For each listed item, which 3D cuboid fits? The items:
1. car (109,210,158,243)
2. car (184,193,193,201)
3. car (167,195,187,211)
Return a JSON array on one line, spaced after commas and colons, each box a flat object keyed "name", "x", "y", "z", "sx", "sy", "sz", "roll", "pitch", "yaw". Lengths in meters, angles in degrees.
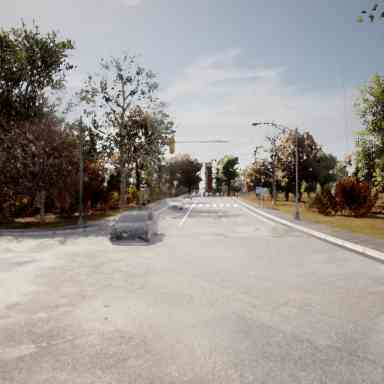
[{"name": "car", "x": -2.867, "y": 1.718, "z": 17.158, "sx": 1.837, "sy": 1.490, "sz": 4.892, "roll": 0, "pitch": -1, "yaw": 2}, {"name": "car", "x": -0.848, "y": 0.928, "z": 67.258, "sx": 1.895, "sy": 1.301, "sz": 4.718, "roll": 0, "pitch": 1, "yaw": 3}, {"name": "car", "x": -1.994, "y": 1.535, "z": 41.673, "sx": 1.812, "sy": 1.442, "sz": 4.674, "roll": 0, "pitch": 1, "yaw": 2}]
